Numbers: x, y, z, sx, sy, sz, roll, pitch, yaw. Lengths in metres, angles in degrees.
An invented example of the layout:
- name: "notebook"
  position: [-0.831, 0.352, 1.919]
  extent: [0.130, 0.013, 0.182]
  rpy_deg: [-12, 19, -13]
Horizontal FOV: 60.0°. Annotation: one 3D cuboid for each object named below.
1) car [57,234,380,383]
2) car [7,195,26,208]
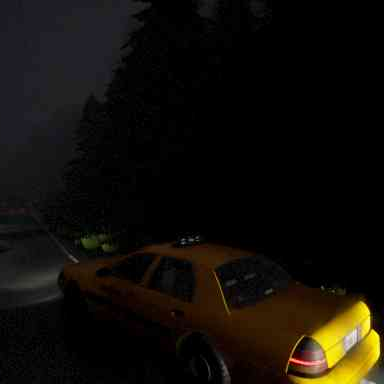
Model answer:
- name: "car"
  position: [-0.251, 1.417, 5.093]
  extent: [5.366, 1.575, 1.801]
  rpy_deg: [1, 1, 44]
- name: "car"
  position: [-21.088, 1.059, 40.095]
  extent: [2.128, 1.511, 4.902]
  rpy_deg: [-2, 2, -26]
